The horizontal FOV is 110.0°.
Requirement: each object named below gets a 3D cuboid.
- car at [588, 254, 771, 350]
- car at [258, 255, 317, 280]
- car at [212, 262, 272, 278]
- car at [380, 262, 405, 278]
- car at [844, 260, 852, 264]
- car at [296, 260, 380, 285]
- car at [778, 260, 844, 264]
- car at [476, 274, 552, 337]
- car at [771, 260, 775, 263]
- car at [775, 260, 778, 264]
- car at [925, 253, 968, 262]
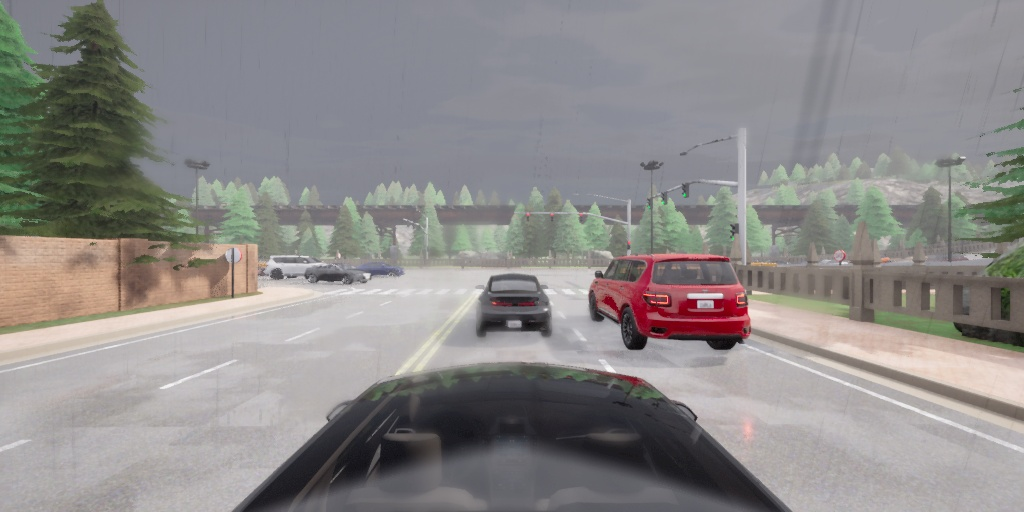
[{"bbox_3d":[3.516,0.971,9.196,2.150,2.045,5.566,0,0,0],"label":"car"},{"bbox_3d":[-17.662,0.972,30.281,5.566,2.045,2.150,0,0,0],"label":"car"},{"bbox_3d":[-25.353,1.314,33.767,4.181,1.385,1.994,0,0,0],"label":"car"},{"bbox_3d":[-12.458,1.275,33.791,4.674,1.442,1.812,0,0,0],"label":"car"},{"bbox_3d":[39.210,1.183,44.638,4.674,1.442,1.812,-1,0,0],"label":"car"},{"bbox_3d":[-12.331,1.242,25.515,4.902,1.511,2.128,0,0,17],"label":"car"},{"bbox_3d":[34.171,1.287,41.111,5.357,1.411,2.033,0,0,0],"label":"car"},{"bbox_3d":[0.019,1.255,10.296,1.837,1.490,4.892,0,0,-1],"label":"car"},{"bbox_3d":[29.228,1.242,44.585,4.902,1.511,2.128,0,0,0],"label":"car"},{"bbox_3d":[34.745,1.240,48.111,4.892,1.490,1.837,0,0,0],"label":"car"},{"bbox_3d":[49.176,0.558,41.159,4.553,1.767,2.097,-4,0,0],"label":"car"}]
